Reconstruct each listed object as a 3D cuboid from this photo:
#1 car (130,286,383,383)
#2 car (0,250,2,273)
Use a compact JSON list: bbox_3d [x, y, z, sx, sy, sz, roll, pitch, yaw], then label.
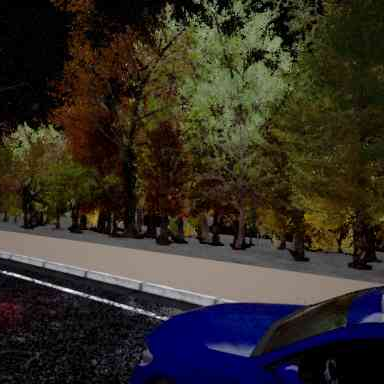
[{"bbox_3d":[1.597,1.526,2.545,4.674,1.442,1.812,0,0,36],"label":"car"},{"bbox_3d":[-6.723,1.503,8.504,4.892,1.490,1.837,0,0,36],"label":"car"}]
